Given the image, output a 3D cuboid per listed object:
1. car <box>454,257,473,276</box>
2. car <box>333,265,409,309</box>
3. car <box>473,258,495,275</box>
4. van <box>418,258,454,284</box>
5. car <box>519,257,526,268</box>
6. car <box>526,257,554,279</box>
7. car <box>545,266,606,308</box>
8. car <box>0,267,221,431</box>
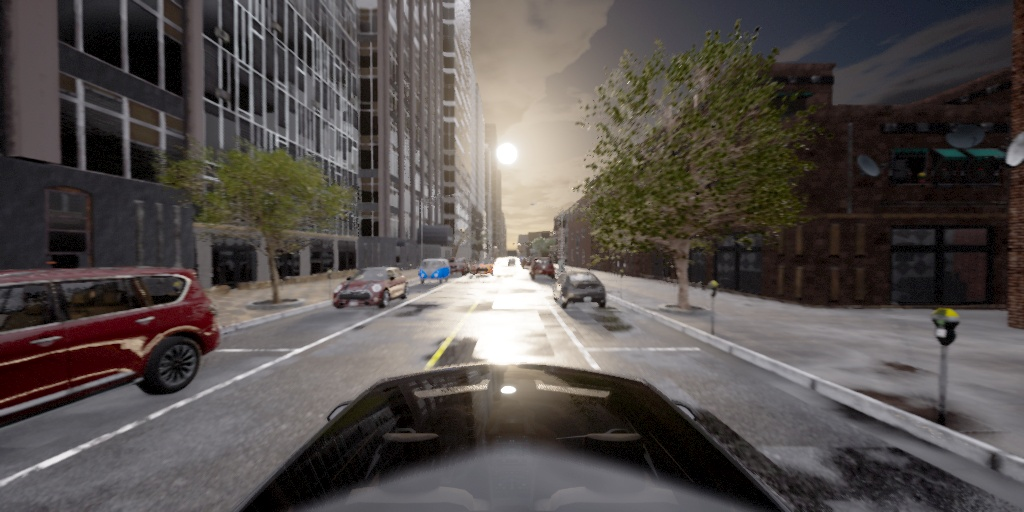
[{"bbox_3d":[-5.715,1.072,37.813,2.192,1.841,5.009,0,0,0],"label":"car"},{"bbox_3d":[-5.711,1.202,14.946,1.967,1.591,4.097,0,0,0],"label":"car"},{"bbox_3d":[-3.027,1.113,38.706,2.097,1.767,4.553,0,0,0],"label":"car"},{"bbox_3d":[-5.708,1.100,26.744,1.690,1.789,3.998,0,0,0],"label":"van"},{"bbox_3d":[2.649,1.048,59.948,2.192,1.841,5.009,0,0,0],"label":"car"},{"bbox_3d":[2.669,1.053,32.275,2.192,1.841,5.009,0,0,0],"label":"car"},{"bbox_3d":[2.694,1.292,14.936,2.007,1.370,4.403,0,0,0],"label":"car"},{"bbox_3d":[-5.793,1.078,3.877,2.192,1.841,5.009,0,0,0],"label":"car"}]
